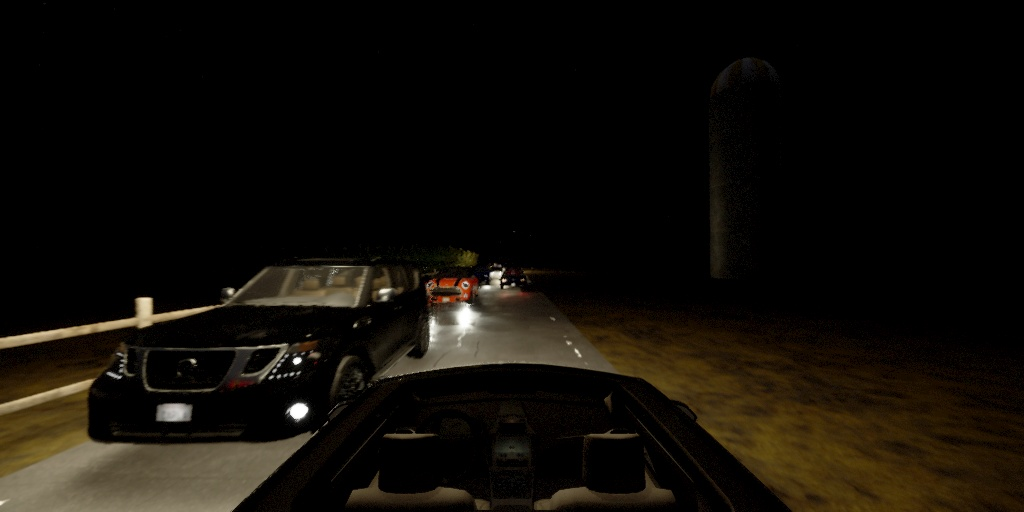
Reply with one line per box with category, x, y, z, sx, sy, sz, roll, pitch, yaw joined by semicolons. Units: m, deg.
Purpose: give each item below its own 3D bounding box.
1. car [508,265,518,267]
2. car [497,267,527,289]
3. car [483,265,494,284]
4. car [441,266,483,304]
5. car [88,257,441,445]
car;0.097;1.825;42.071;1.812;1.442;4.674;0;-1;0
car;0.097;1.673;26.363;1.895;1.301;4.718;0;-1;0
car;-2.853;1.625;31.551;1.882;1.535;5.008;0;-1;0
car;-2.819;1.301;17.619;2.097;1.767;4.553;0;-1;0
car;-2.846;1.023;5.790;2.150;2.045;5.566;0;-1;0
